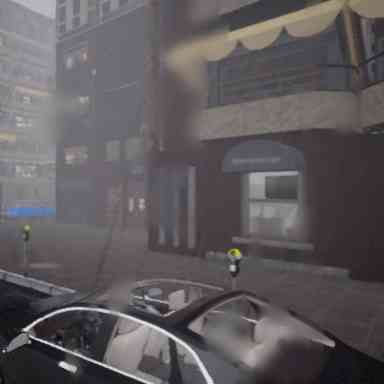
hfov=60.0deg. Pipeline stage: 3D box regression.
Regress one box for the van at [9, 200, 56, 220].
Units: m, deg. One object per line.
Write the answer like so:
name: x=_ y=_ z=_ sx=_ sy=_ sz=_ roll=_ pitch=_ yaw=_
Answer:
van: x=-14.759 y=1.645 z=30.888 sx=1.690 sy=1.788 sz=3.998 roll=-1 pitch=-2 yaw=35

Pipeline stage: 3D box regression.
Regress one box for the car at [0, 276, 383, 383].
car: x=-0.489 y=1.546 z=3.224 sx=4.403 sy=1.369 sz=2.008 roll=0 pitch=0 yaw=35
